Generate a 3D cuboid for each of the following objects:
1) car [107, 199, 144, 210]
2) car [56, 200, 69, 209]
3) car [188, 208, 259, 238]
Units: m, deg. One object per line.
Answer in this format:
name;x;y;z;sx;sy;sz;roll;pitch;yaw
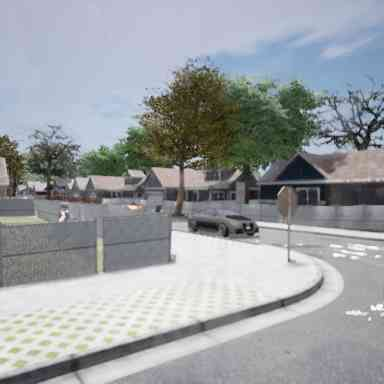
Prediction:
car;-5.650;1.370;27.950;2.097;1.767;4.553;2;-1;-35
car;-17.280;1.670;44.554;1.895;1.301;4.718;2;-1;-35
car;1.568;1.557;17.693;1.994;1.385;4.181;2;-1;-35
